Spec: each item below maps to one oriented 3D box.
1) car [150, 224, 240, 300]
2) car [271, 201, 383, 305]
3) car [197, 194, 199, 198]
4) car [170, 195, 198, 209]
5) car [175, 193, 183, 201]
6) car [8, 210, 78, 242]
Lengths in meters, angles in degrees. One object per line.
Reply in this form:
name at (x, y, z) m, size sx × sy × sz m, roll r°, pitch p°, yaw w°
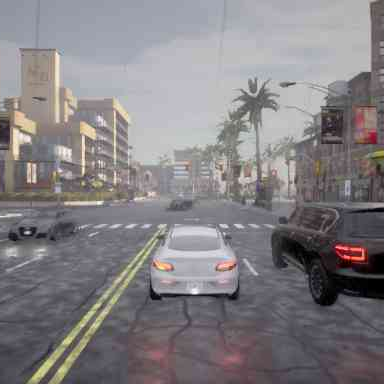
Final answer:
car at (0.061, 1.529, 8.283) m, size 1.812 × 1.442 × 4.674 m, roll 0°, pitch 0°, yaw 0°
car at (3.559, 1.225, 8.227) m, size 2.150 × 2.045 × 5.566 m, roll 0°, pitch 0°, yaw 0°
car at (-0.079, 1.583, 75.922) m, size 1.994 × 1.385 × 4.181 m, roll 0°, pitch 0°, yaw 0°
car at (-1.384, 1.509, 46.174) m, size 2.128 × 1.511 × 4.902 m, roll 0°, pitch 0°, yaw 23°
car at (-3.605, 1.261, 91.806) m, size 2.150 × 2.045 × 5.566 m, roll 0°, pitch 0°, yaw 0°
car at (-7.171, 1.570, 16.426) m, size 1.994 × 1.385 × 4.181 m, roll 0°, pitch 0°, yaw -1°
